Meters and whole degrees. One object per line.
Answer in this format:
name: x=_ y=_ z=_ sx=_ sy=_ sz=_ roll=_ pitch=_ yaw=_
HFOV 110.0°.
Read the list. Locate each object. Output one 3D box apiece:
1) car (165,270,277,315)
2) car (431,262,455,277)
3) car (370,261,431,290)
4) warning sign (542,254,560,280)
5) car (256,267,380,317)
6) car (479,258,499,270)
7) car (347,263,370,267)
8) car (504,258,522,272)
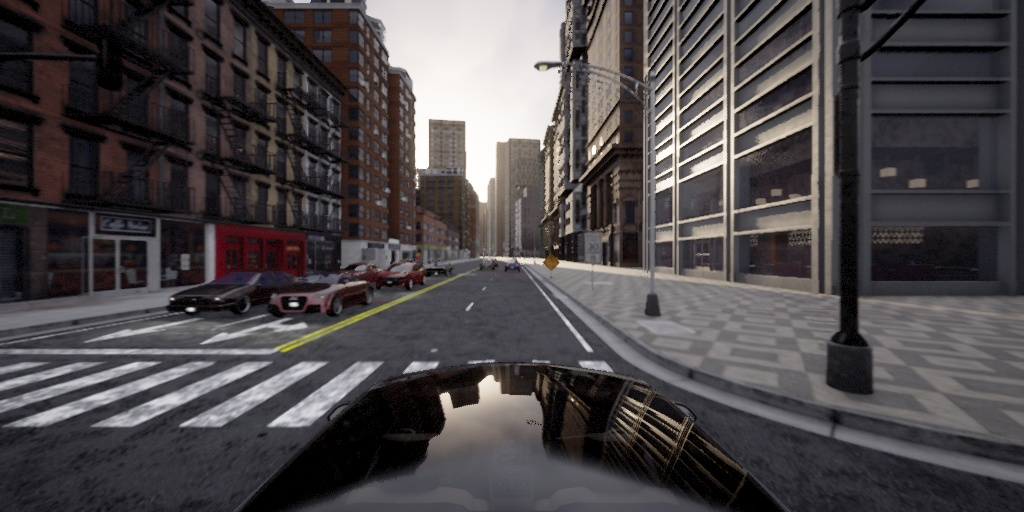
car: x=-9.848 y=1.244 z=13.654 sx=2.033 sy=1.411 sz=5.357 roll=0 pitch=0 yaw=0
car: x=-6.584 y=1.199 z=33.288 sx=1.895 sy=1.301 sz=4.718 roll=0 pitch=0 yaw=0
car: x=-6.595 y=1.134 z=21.821 sx=1.882 sy=1.535 sz=5.008 roll=0 pitch=0 yaw=0
warning sign: x=2.856 y=0.749 z=26.094 sx=1.300 sy=1.860 sz=1.060 roll=0 pitch=0 yaw=0
car: x=-6.596 y=1.264 z=12.838 sx=1.994 sy=1.385 sz=4.181 roll=0 pitch=0 yaw=0
car: x=-3.139 y=1.025 z=46.190 sx=2.128 sy=1.511 sz=4.902 roll=0 pitch=0 yaw=0
car: x=-9.847 y=1.175 z=23.242 sx=1.812 sy=1.442 sz=4.674 roll=0 pitch=0 yaw=0
car: x=0.052 y=1.079 z=42.170 sx=1.812 sy=1.442 sz=4.674 roll=0 pitch=0 yaw=0
